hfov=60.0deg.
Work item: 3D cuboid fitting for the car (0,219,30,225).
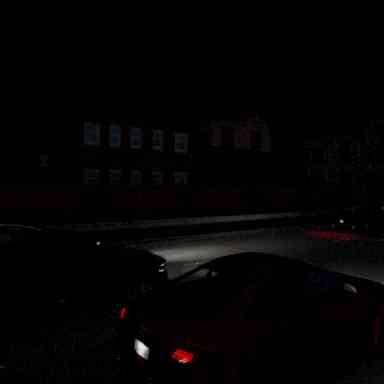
[{"bbox_3d":[-4.807,1.490,8.916,4.902,1.511,2.128,0,0,-36],"label":"car"}]

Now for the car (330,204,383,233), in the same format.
[{"bbox_3d":[10.211,1.454,19.629,5.008,1.535,1.882,0,0,-36],"label":"car"}]

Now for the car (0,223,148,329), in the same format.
[{"bbox_3d":[-2.798,1.476,6.049,5.008,1.535,1.882,0,0,-35],"label":"car"}]

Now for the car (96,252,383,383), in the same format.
[{"bbox_3d":[1.116,1.560,4.542,4.181,1.385,1.994,0,0,-36],"label":"car"}]
